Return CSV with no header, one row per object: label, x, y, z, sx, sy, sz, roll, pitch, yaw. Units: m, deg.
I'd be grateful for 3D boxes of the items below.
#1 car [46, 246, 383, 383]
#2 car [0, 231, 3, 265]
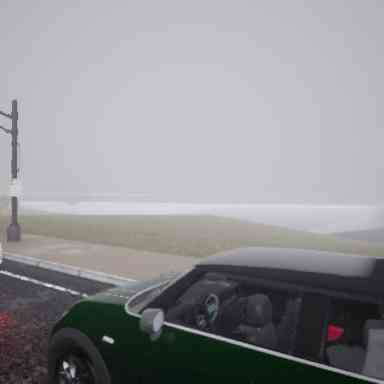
car,0.589,1.353,3.266,4.553,1.767,2.097,0,0,35
car,-7.221,1.225,8.836,5.566,2.045,2.150,0,0,36
